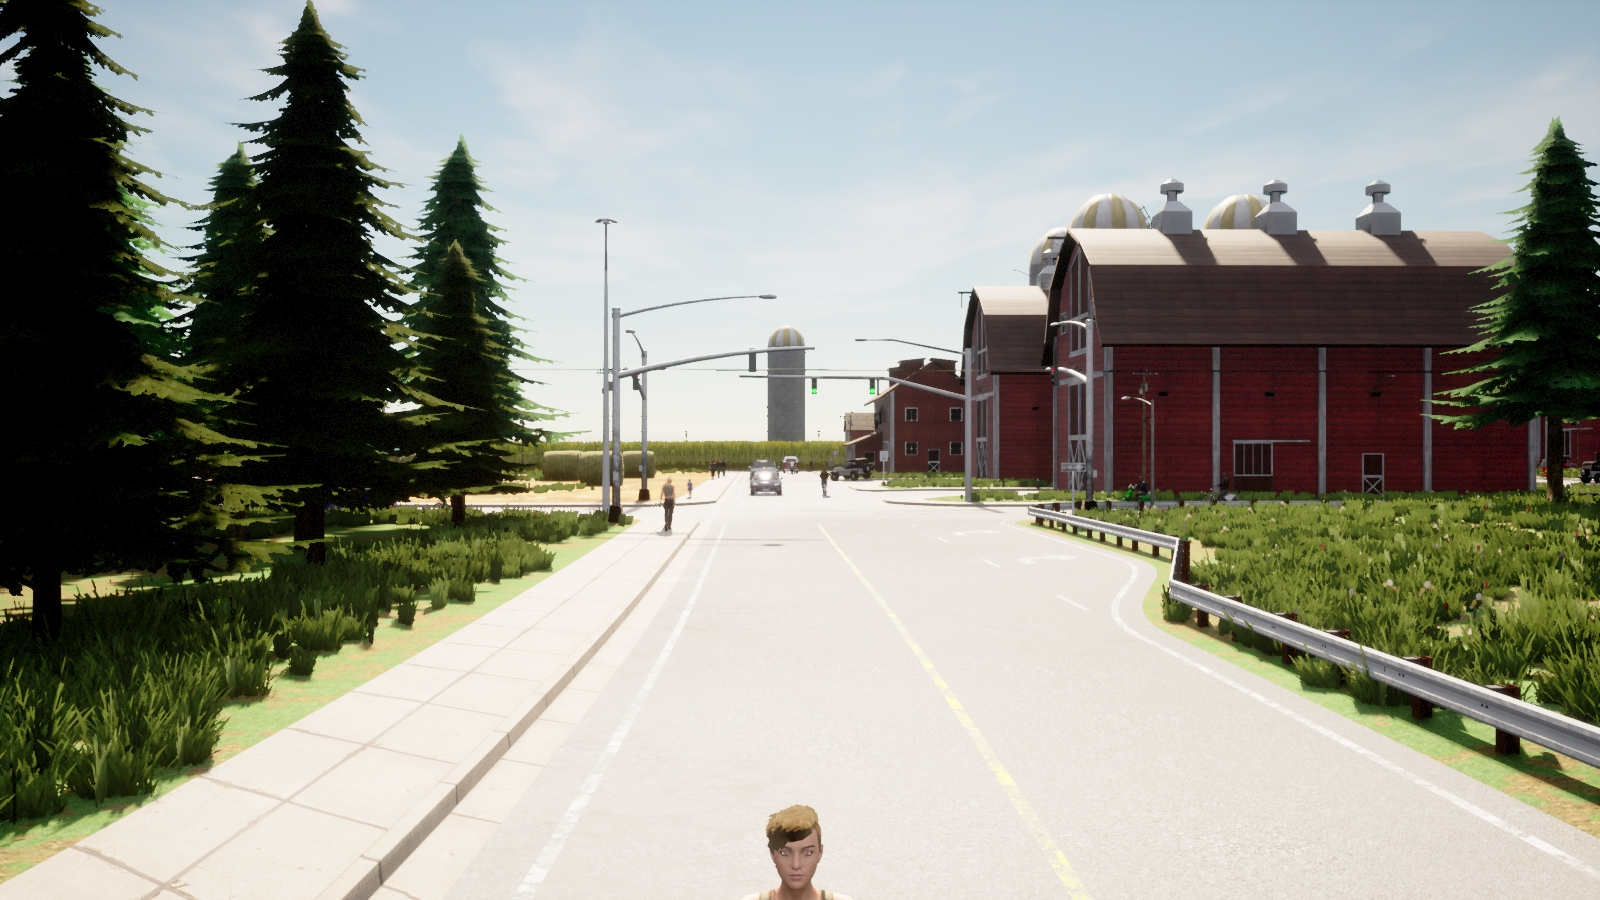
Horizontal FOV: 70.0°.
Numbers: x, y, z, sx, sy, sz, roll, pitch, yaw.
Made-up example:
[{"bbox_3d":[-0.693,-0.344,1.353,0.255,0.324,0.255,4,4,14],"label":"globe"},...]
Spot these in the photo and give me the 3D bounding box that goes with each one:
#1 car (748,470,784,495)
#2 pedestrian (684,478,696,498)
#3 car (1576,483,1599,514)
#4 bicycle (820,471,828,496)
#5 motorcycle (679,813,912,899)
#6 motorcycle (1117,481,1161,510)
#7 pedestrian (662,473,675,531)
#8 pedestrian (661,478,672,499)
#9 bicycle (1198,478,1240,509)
[{"bbox_3d":[-2.153,2.036,72.119,2.163,1.488,4.792,0,0,-2],"label":"car"},{"bbox_3d":[-5.959,2.053,61.820,0.500,1.100,0.500,0,0,-20],"label":"pedestrian"},{"bbox_3d":[37.508,2.158,50.799,4.718,1.301,1.895,0,0,-1],"label":"car"},{"bbox_3d":[1.452,2.019,69.225,0.329,1.471,1.835,0,0,-2],"label":"bicycle"},{"bbox_3d":[-0.013,2.128,3.457,0.764,1.307,2.356,0,0,0],"label":"motorcycle"},{"bbox_3d":[15.989,2.145,53.899,1.805,1.316,0.856,0,0,-1],"label":"motorcycle"},{"bbox_3d":[-4.255,1.672,36.956,0.375,1.860,0.375,0,0,1],"label":"pedestrian"},{"bbox_3d":[-7.167,2.056,61.200,0.500,1.100,0.500,0,0,5],"label":"pedestrian"},{"bbox_3d":[19.800,2.064,53.998,1.835,1.471,0.329,0,0,-1],"label":"bicycle"}]
